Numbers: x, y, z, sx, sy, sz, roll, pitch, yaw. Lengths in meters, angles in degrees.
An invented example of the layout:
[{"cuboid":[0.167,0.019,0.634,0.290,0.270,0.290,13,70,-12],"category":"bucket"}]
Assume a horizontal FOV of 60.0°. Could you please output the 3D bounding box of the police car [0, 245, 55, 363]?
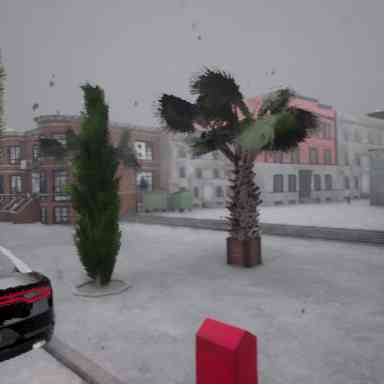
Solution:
[{"cuboid":[-4.105,1.440,5.430,5.238,1.638,1.930,-1,1,44],"category":"police car"}]
